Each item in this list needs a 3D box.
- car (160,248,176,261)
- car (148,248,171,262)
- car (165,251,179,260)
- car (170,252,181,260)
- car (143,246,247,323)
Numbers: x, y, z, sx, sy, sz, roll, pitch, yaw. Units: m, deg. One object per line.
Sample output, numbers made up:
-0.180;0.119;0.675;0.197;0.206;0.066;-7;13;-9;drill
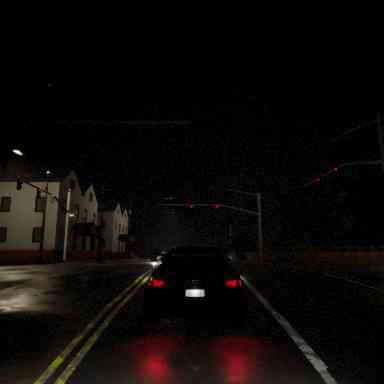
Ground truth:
-3.641;9.548;50.785;2.097;1.767;4.553;0;-11;0;car
-3.608;7.202;37.885;2.128;1.511;4.902;0;-11;-1;car
-3.624;11.713;61.261;2.128;1.511;4.902;0;-11;0;car
-3.572;13.688;71.324;2.128;1.511;4.902;0;-11;0;car
0.064;1.984;7.877;1.994;1.385;4.181;0;-7;0;car
